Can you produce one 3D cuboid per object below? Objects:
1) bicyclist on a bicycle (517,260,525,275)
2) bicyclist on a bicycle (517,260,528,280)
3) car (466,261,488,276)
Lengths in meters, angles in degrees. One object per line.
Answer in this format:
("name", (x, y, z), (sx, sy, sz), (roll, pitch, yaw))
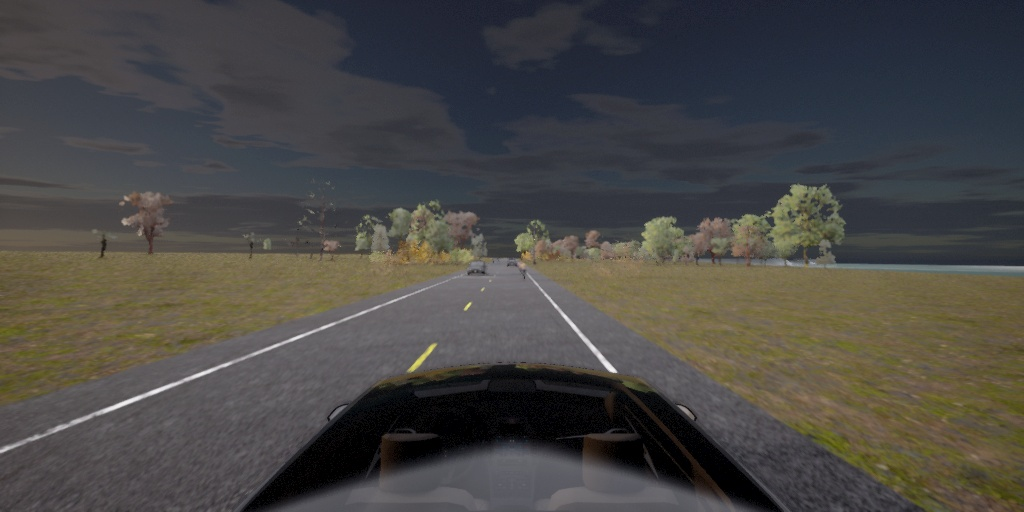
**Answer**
("bicyclist on a bicycle", (0.941, 1.189, 38.317), (0.866, 1.612, 1.509), (0, 0, 0))
("bicyclist on a bicycle", (0.965, 1.189, 29.377), (0.866, 1.612, 1.509), (0, 0, 0))
("car", (-3.584, 1.257, 37.591), (1.837, 1.490, 4.892), (0, 0, 0))
